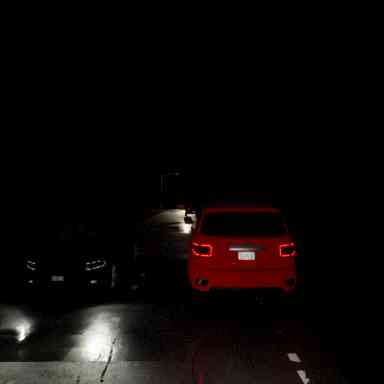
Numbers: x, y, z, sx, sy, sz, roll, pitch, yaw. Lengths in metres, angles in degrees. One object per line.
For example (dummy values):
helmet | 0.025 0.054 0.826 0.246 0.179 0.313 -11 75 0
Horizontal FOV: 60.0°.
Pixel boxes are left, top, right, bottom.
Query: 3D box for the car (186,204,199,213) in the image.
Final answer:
car | 0.095 2.393 48.475 1.895 1.301 4.718 0 -2 0

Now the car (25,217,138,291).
car | -2.732 1.508 9.274 1.882 1.535 5.008 0 0 0

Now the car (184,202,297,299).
car | 0.979 1.251 8.620 2.150 2.045 5.566 0 0 0

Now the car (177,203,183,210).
car | -2.592 3.450 79.868 1.882 1.535 5.008 0 -3 0
